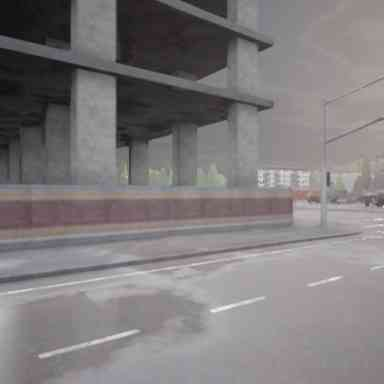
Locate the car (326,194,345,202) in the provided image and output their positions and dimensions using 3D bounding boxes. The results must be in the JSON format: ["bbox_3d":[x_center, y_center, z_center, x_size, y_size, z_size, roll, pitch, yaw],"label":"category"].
[{"bbox_3d":[33.309,1.310,76.902,4.605,1.855,1.932,0,0,-35],"label":"car"}]

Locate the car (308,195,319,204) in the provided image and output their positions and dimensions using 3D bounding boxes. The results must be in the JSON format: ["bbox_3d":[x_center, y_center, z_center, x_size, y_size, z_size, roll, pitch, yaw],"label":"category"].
[{"bbox_3d":[24.225,1.277,63.668,4.605,1.855,1.932,0,0,-35],"label":"car"}]

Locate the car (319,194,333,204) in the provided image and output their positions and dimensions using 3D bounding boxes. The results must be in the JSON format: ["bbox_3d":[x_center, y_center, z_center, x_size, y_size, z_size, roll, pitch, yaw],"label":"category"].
[{"bbox_3d":[25.816,1.488,61.507,3.905,1.438,1.784,0,0,-35],"label":"car"}]

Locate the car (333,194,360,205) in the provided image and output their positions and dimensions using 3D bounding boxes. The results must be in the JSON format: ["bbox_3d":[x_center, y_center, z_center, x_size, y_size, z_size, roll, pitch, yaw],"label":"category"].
[{"bbox_3d":[27.488,1.520,59.143,3.806,1.475,1.970,0,0,-35],"label":"car"}]
